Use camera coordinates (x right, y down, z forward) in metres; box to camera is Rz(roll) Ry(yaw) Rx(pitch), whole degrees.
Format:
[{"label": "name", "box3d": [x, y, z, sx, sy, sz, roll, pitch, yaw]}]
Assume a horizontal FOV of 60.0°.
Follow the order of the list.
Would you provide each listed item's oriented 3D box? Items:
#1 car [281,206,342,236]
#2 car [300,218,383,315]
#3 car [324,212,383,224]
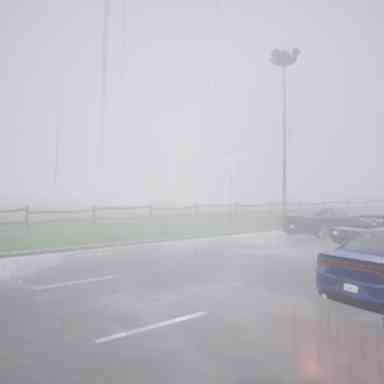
[{"label": "car", "box3d": [6.762, 1.477, 17.178, 5.008, 1.535, 1.882, 0, 0, -36]}, {"label": "car", "box3d": [4.726, 1.478, 7.123, 5.008, 1.535, 1.882, 0, 0, -36]}, {"label": "car", "box3d": [7.729, 1.601, 13.566, 4.718, 1.301, 1.895, 0, 0, -36]}]
